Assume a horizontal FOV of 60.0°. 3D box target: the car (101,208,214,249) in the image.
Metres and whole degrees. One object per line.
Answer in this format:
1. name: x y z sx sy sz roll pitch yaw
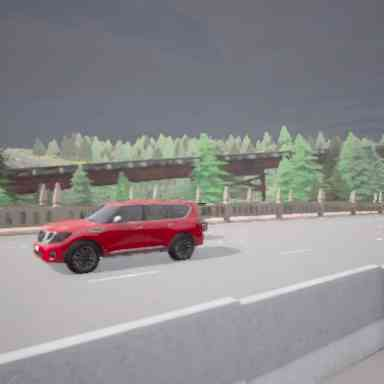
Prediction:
1. car: -1.525 1.578 15.791 4.902 1.511 2.128 1 0 -35

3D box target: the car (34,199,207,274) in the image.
1. car: -2.137 1.273 11.058 5.566 2.045 2.150 1 -1 -35
